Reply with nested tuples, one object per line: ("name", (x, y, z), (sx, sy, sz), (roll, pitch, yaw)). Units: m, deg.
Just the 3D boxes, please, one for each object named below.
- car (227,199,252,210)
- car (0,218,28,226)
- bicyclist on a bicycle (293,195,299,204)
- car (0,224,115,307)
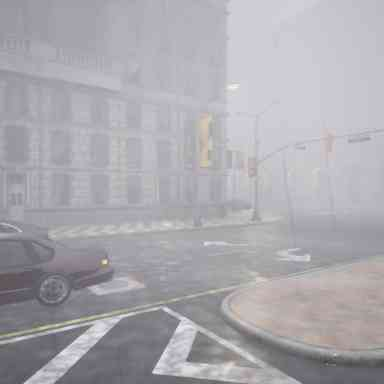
("car", (5.737, 1.564, 43.157), (1.994, 1.385, 4.181), (0, 0, -35))
("car", (-6.476, 1.492, 9.263), (4.902, 1.511, 2.128), (0, 0, -37))
("bicyclist on a bicycle", (17.913, 1.300, 57.126), (1.656, 1.620, 0.582), (0, 0, -35))
("car", (-4.286, 1.547, 6.480), (5.357, 1.411, 2.033), (0, 0, -34))
